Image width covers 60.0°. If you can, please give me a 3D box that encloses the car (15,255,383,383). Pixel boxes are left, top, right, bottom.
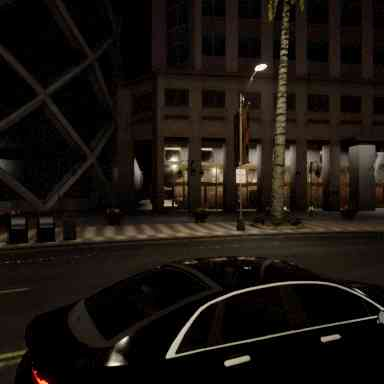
[{"bbox_3d":[0.802,1.505,3.700,4.892,1.490,1.837,0,0,-26],"label":"car"}]
